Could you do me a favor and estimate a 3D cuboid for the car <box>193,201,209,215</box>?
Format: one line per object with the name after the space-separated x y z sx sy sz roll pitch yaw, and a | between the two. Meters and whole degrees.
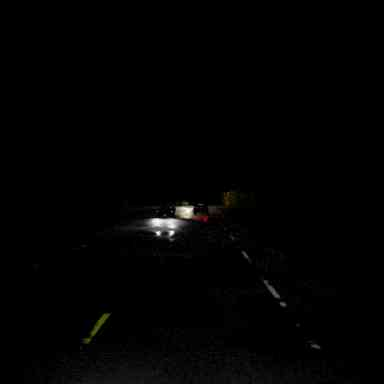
1.144 2.081 41.813 2.128 1.511 4.902 0 -1 2 | car

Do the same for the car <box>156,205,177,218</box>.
-2.704 2.085 36.134 1.895 1.301 4.718 0 -1 1 | car

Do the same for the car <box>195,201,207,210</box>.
1.619 2.449 60.377 2.128 1.511 4.902 0 -1 1 | car

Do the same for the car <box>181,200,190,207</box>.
-1.536 2.664 77.784 1.812 1.442 4.674 0 -1 1 | car
